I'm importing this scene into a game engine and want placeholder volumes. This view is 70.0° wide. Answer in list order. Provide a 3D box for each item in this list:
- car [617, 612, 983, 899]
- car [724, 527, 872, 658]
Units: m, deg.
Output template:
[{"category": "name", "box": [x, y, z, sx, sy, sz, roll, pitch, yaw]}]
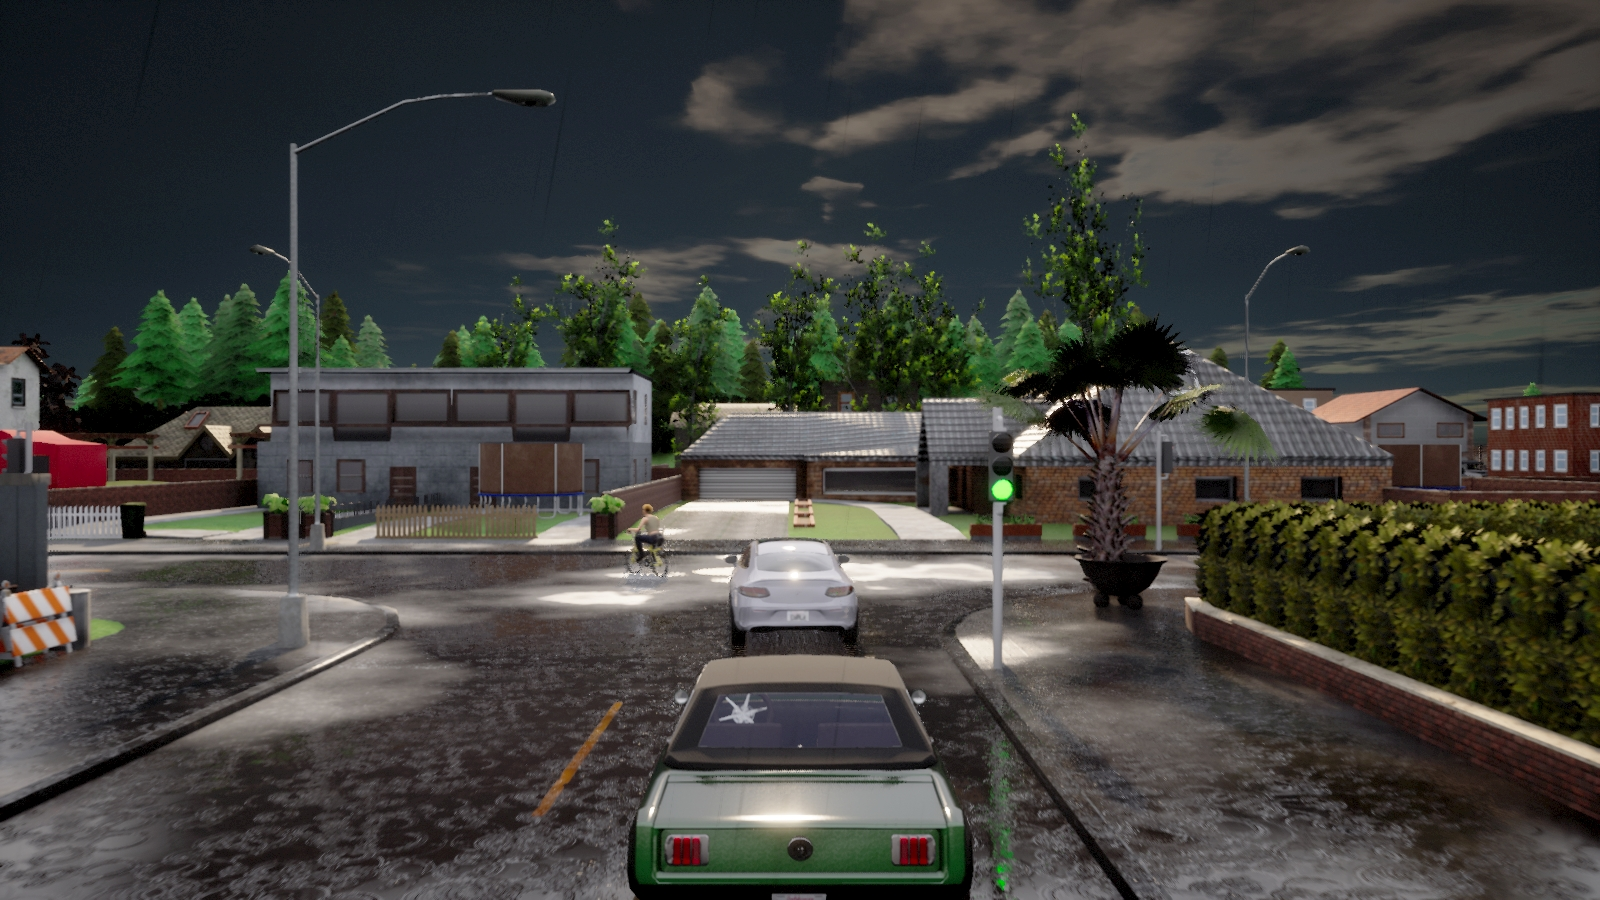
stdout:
[{"category": "car", "box": [0.001, 2.156, 8.271, 1.895, 1.301, 4.718, 0, 0, 0]}, {"category": "car", "box": [-0.167, 2.082, 17.777, 2.002, 1.442, 4.674, 0, 0, -3]}]
